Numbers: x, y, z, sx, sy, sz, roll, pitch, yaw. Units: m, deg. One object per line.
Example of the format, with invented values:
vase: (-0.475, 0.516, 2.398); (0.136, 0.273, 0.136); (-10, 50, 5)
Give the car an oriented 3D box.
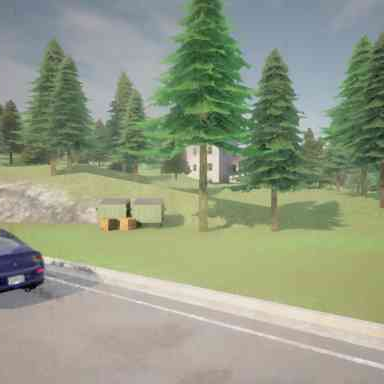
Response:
car: (-5.255, 1.526, 7.739); (4.674, 1.442, 1.812); (0, 0, 36)
